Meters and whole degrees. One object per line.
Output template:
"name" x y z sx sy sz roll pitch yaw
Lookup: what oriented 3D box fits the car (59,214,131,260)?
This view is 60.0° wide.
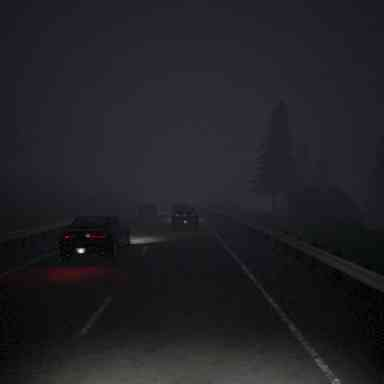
"car" -3.623 1.648 13.069 1.837 1.490 4.892 0 -1 -2

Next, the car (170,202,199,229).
"car" -0.532 1.746 23.793 2.128 1.511 4.902 0 -1 -3

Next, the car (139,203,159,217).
"car" -4.642 1.878 35.886 2.128 1.511 4.902 0 -1 -3

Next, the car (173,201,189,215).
"car" -1.432 1.922 41.527 1.882 1.535 5.008 0 -1 -3
